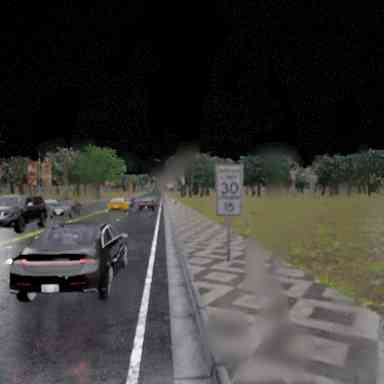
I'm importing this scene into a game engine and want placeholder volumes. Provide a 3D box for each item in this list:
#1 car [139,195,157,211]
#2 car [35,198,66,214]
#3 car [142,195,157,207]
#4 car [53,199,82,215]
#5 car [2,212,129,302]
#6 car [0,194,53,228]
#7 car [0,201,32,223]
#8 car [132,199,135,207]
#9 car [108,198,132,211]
[{"bbox_3d":[-5.525,1.509,40.922,1.837,1.490,4.892,0,0,-5],"label":"car"},{"bbox_3d":[-14.915,1.461,35.264,1.812,1.442,4.674,0,0,-7],"label":"car"},{"bbox_3d":[-6.429,1.358,50.772,2.097,1.767,4.553,0,0,-4],"label":"car"},{"bbox_3d":[-11.235,1.448,29.899,2.128,1.511,4.902,0,0,-5],"label":"car"},{"bbox_3d":[-2.722,1.488,8.302,2.128,1.511,4.902,0,0,-5],"label":"car"},{"bbox_3d":[-10.337,1.175,19.557,2.150,2.045,5.566,0,0,-5],"label":"car"},{"bbox_3d":[-14.117,1.459,25.503,1.812,1.442,4.674,0,0,-5],"label":"car"},{"bbox_3d":[-9.621,1.531,49.723,2.033,1.411,5.357,0,0,-5],"label":"car"},{"bbox_3d":[-8.672,1.459,39.495,1.882,1.535,5.008,0,0,-5],"label":"car"}]
